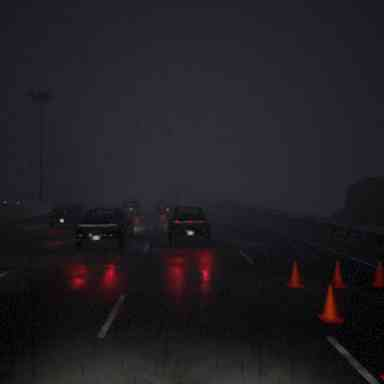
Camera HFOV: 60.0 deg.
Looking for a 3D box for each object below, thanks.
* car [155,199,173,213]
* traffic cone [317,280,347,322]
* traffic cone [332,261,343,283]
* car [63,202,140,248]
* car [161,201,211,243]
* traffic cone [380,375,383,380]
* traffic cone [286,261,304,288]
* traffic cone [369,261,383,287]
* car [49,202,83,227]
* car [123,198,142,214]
[{"bbox_3d":[-2.844,1.439,35.167,1.895,1.301,4.718,0,0,-11],"label":"car"},{"bbox_3d":[2.435,1.927,5.856,0.340,0.580,0.340,0,0,0],"label":"traffic cone"},{"bbox_3d":[3.434,1.918,7.856,0.340,0.580,0.340,0,0,0],"label":"traffic cone"},{"bbox_3d":[-3.651,1.426,14.447,2.128,1.511,4.902,0,0,-4],"label":"car"},{"bbox_3d":[-0.242,1.418,15.767,2.128,1.511,4.902,0,0,-4],"label":"car"},{"bbox_3d":[2.436,1.936,3.856,0.340,0.580,0.340,0,0,0],"label":"traffic cone"},{"bbox_3d":[2.435,1.918,7.856,0.340,0.580,0.340,0,0,0],"label":"traffic cone"},{"bbox_3d":[4.435,1.917,7.857,0.340,0.580,0.340,0,0,0],"label":"traffic cone"},{"bbox_3d":[-7.898,1.406,21.884,1.837,1.490,4.892,0,0,-7],"label":"car"},{"bbox_3d":[-5.980,1.342,32.708,2.128,1.511,4.902,0,0,-10],"label":"car"}]
